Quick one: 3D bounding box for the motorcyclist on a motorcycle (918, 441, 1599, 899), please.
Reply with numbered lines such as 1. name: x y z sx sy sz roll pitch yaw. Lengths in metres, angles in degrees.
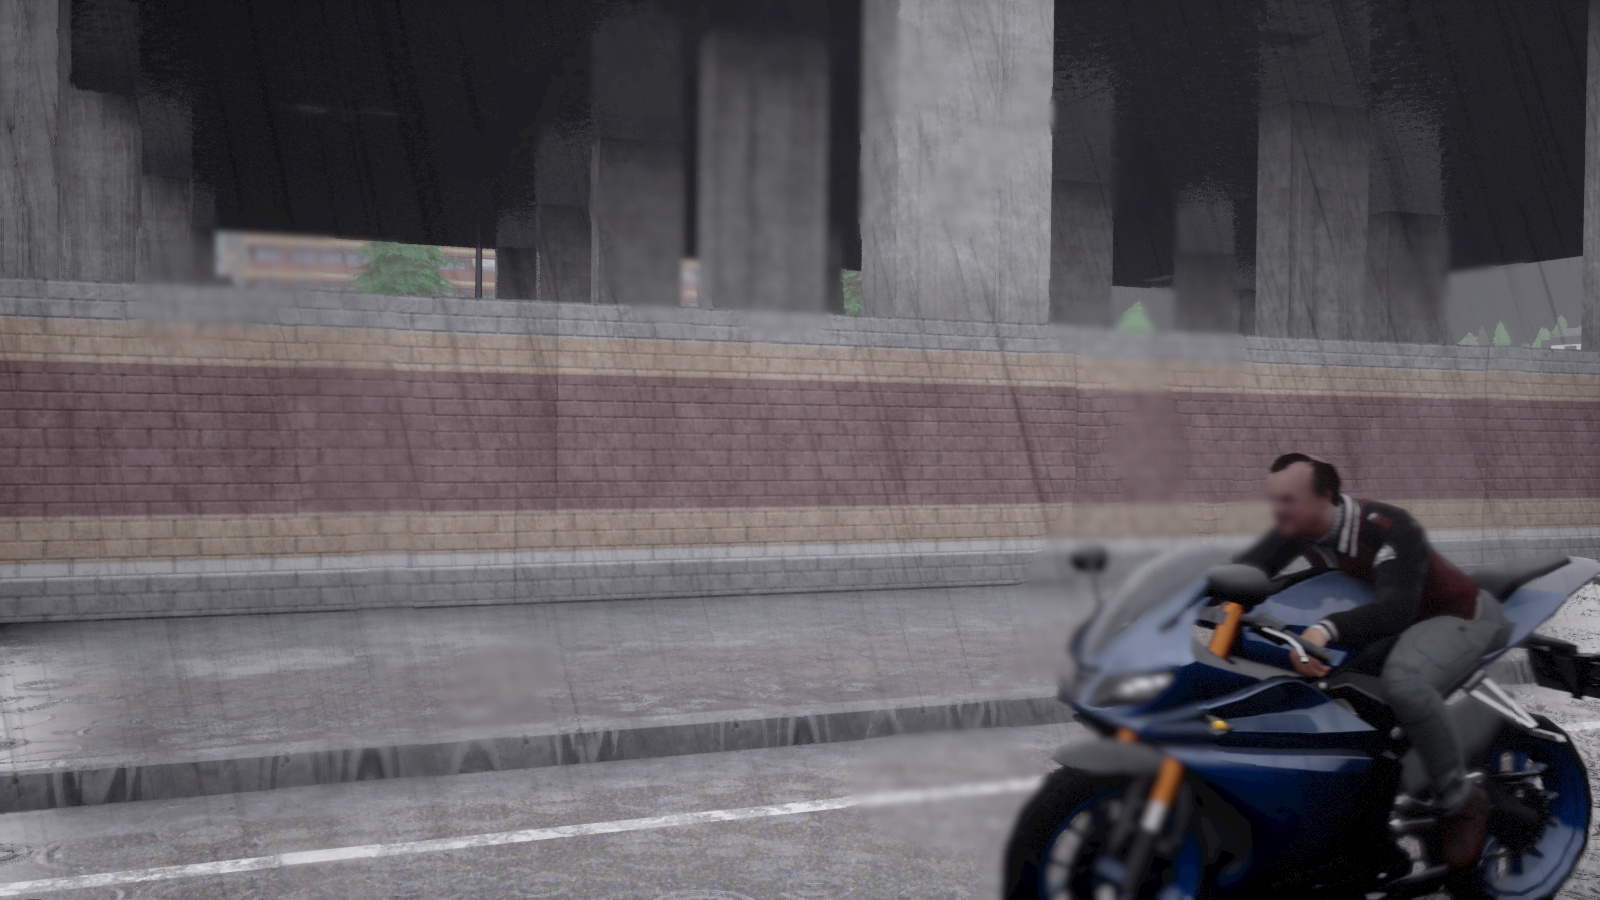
1. motorcyclist on a motorcycle: 1.547 0.754 3.827 2.191 1.530 0.866 -1 1 -21
